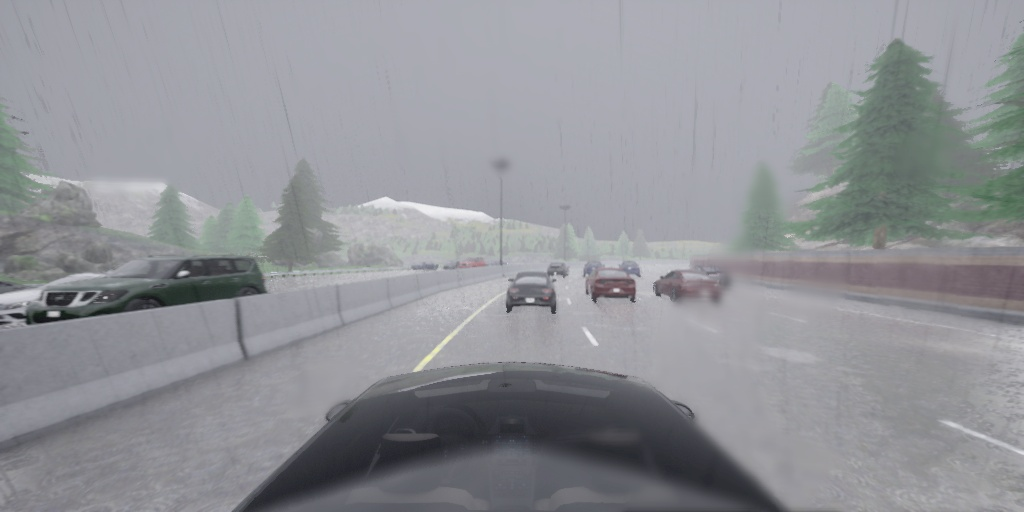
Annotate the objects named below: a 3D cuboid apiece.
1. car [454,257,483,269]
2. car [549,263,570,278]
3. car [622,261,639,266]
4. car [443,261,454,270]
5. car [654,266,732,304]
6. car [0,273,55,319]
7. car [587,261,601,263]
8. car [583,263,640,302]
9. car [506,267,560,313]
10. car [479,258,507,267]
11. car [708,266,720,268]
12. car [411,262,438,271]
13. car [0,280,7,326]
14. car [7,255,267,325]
[{"bbox_3d":[-5.660,1.147,51.283,2.150,2.045,5.566,0,0,19],"label":"car"},{"bbox_3d":[4.695,1.405,36.312,1.837,1.490,4.892,0,0,14],"label":"car"},{"bbox_3d":[12.614,1.287,38.702,2.097,1.767,4.553,0,0,16],"label":"car"},{"bbox_3d":[-8.539,1.430,53.508,1.837,1.490,4.892,0,0,20],"label":"car"},{"bbox_3d":[8.110,1.361,16.813,1.812,1.442,4.674,0,0,6],"label":"car"},{"bbox_3d":[-17.197,1.293,10.583,1.994,1.385,4.181,0,0,4],"label":"car"},{"bbox_3d":[8.597,1.269,37.375,2.097,1.767,4.553,0,0,15],"label":"car"},{"bbox_3d":[4.693,1.305,17.581,1.882,1.535,5.008,0,0,7],"label":"car"},{"bbox_3d":[0.806,1.327,14.330,1.812,1.442,4.674,0,0,5],"label":"car"},{"bbox_3d":[-2.257,1.422,50.327,2.128,1.511,4.902,0,0,19],"label":"car"},{"bbox_3d":[12.667,1.368,23.651,2.128,1.511,4.902,0,0,10],"label":"car"},{"bbox_3d":[-12.701,1.507,52.230,1.895,1.301,4.718,0,0,19],"label":"car"},{"bbox_3d":[-13.629,1.270,11.647,1.812,1.442,4.674,0,0,4],"label":"car"},{"bbox_3d":[-10.200,0.974,10.879,2.150,2.045,5.566,0,0,4],"label":"car"}]
